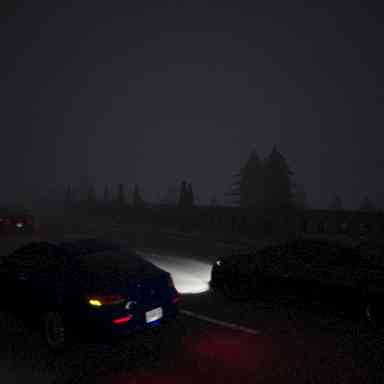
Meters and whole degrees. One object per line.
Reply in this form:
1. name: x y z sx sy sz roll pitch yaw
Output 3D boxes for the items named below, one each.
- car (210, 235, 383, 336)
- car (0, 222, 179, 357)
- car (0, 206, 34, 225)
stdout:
1. car: 2.448 1.579 6.756 4.181 1.385 1.994 0 0 37
2. car: -2.304 1.526 6.045 4.674 1.442 1.812 0 0 39
3. car: -10.406 1.515 18.881 1.812 1.442 4.674 0 0 -41
